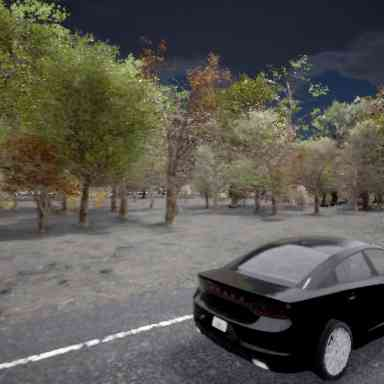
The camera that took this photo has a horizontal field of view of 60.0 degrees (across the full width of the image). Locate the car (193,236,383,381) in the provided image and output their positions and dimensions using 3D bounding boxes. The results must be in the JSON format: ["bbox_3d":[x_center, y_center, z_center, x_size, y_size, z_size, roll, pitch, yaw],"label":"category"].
[{"bbox_3d":[2.356,1.480,5.549,5.008,1.535,1.882,0,0,-36],"label":"car"}]
